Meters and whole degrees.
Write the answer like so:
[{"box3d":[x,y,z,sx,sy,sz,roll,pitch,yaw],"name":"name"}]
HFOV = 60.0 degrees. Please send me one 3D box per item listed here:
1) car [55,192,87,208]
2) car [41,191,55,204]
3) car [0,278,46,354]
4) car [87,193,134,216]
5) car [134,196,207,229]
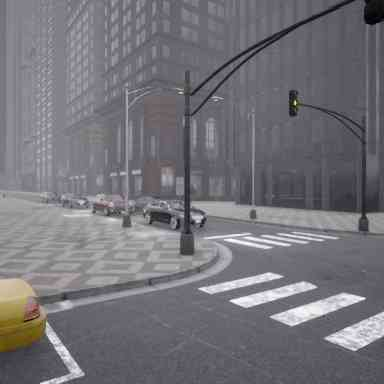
[{"box3d":[-12.316,0.853,34.828,2.128,1.511,4.902,0,1,-36],"name":"car"},{"box3d":[-18.326,0.688,43.248,1.837,1.490,4.892,0,1,-35],"name":"car"},{"box3d":[-4.259,1.525,3.614,4.829,1.417,1.752,0,0,-35],"name":"car"},{"box3d":[-6.435,0.895,26.638,2.097,1.767,4.553,0,1,-35],"name":"car"},{"box3d":[-1.104,1.205,19.218,2.128,1.511,4.902,0,1,-36],"name":"car"}]
